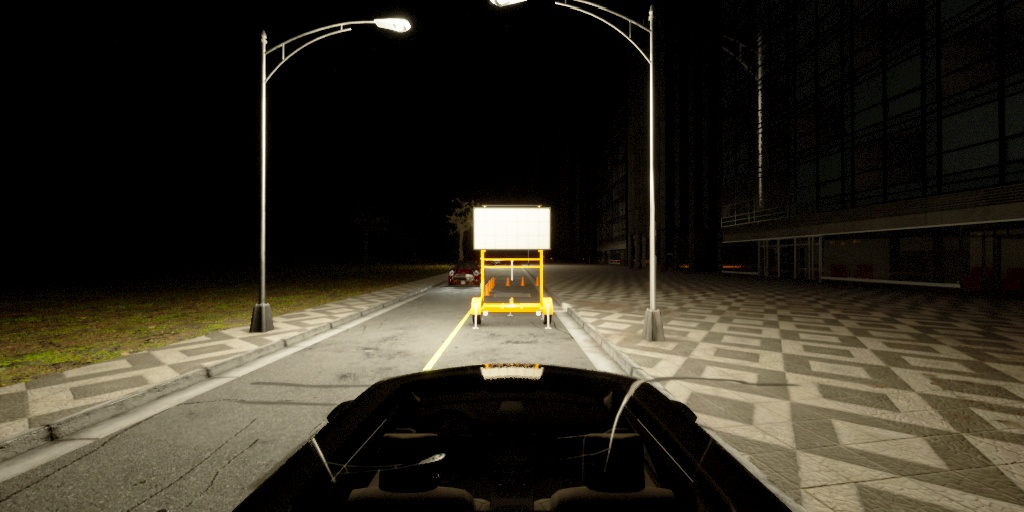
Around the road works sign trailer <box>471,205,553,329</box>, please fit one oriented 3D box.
[{"bbox_3d":[0.001,0.216,11.229,2.380,3.560,2.880,0,0,0],"label":"road works sign trailer"}]

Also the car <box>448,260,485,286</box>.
[{"bbox_3d":[-3.098,1.109,24.967,2.097,1.767,4.553,0,0,0],"label":"car"}]
